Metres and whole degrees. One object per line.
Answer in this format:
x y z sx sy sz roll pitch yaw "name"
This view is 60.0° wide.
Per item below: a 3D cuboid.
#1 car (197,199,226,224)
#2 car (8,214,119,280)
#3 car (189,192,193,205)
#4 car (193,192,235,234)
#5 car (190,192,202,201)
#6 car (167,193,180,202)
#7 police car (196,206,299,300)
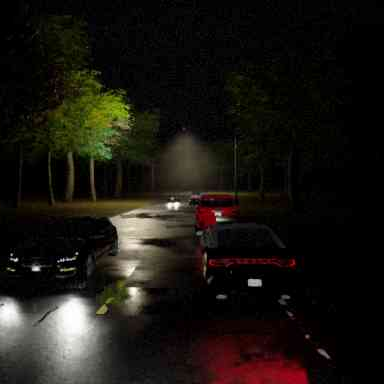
1.322 1.344 24.381 1.837 1.490 4.892 0 1 1 "car"
-3.488 1.470 9.924 1.837 1.490 4.892 0 0 1 "car"
0.549 1.084 46.157 2.033 1.411 5.357 0 1 1 "car"
1.256 1.125 18.407 2.150 2.045 5.566 0 1 1 "car"
0.670 0.734 59.869 2.033 1.411 5.357 0 2 1 "car"
-2.984 0.854 53.788 2.128 1.511 4.902 0 2 1 "car"
1.145 1.397 8.493 1.930 1.638 5.238 0 0 1 "police car"
